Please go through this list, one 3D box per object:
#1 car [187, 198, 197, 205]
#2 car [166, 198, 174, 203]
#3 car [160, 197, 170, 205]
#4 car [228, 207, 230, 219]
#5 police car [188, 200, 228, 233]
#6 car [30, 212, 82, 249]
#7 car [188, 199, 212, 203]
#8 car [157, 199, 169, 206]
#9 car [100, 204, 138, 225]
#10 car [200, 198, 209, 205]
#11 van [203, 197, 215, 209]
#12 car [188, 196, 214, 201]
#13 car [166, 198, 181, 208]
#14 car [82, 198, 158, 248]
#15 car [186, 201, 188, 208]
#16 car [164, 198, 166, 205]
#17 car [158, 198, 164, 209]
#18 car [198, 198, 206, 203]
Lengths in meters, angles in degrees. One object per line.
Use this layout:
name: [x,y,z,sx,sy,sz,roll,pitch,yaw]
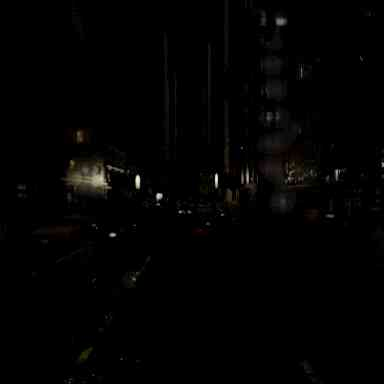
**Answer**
car: [0.001,2.008,71.484,1.994,1.385,4.181,0,0,0]
car: [-5.692,2.261,87.259,1.802,1.307,4.206,0,0,0]
car: [-5.693,1.983,70.688,1.967,1.590,4.097,0,0,0]
car: [2.687,1.787,32.022,2.008,1.369,4.403,0,0,0]
police car: [0.900,1.581,21.151,1.930,1.638,5.238,0,0,0]
car: [-5.693,1.637,15.276,1.752,1.417,4.829,0,0,0]
car: [0.778,1.734,31.040,1.837,1.490,4.892,0,0,0]
car: [-5.692,2.064,65.162,1.947,1.339,4.313,0,0,0]
car: [-5.693,1.746,26.496,2.008,1.369,4.403,0,0,0]
car: [2.687,2.070,70.860,1.752,1.417,4.829,0,0,0]
van: [2.685,1.750,54.120,1.690,1.788,3.998,0,0,0]
car: [0.901,1.500,37.072,2.150,2.045,5.566,0,0,0]
car: [-3.062,1.782,56.761,2.097,1.767,4.553,0,0,0]
car: [-3.098,1.337,15.757,2.150,2.045,5.566,0,0,0]
car: [0.001,1.933,56.484,1.837,1.490,4.892,0,0,0]
car: [-5.693,1.954,54.115,1.887,1.381,4.507,0,0,0]
car: [-5.693,1.915,48.591,2.008,1.369,4.403,0,0,0]
car: [2.688,2.230,87.263,2.008,1.369,4.403,0,0,0]
